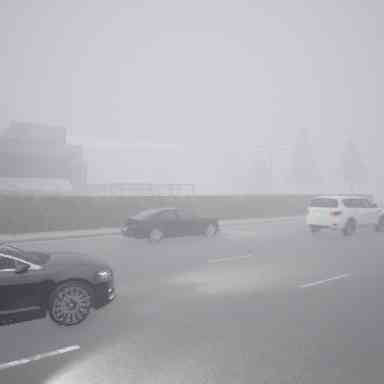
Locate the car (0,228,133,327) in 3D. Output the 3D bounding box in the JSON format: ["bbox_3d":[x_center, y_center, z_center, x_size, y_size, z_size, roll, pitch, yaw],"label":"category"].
[{"bbox_3d":[-3.717,1.491,5.395,4.902,1.511,2.128,0,0,-35],"label":"car"}]

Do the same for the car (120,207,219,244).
[{"bbox_3d":[-0.927,1.477,15.977,5.008,1.535,1.882,0,0,-35],"label":"car"}]

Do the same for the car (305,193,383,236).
[{"bbox_3d":[8.649,1.221,18.503,5.566,2.045,2.150,0,0,-35],"label":"car"}]
